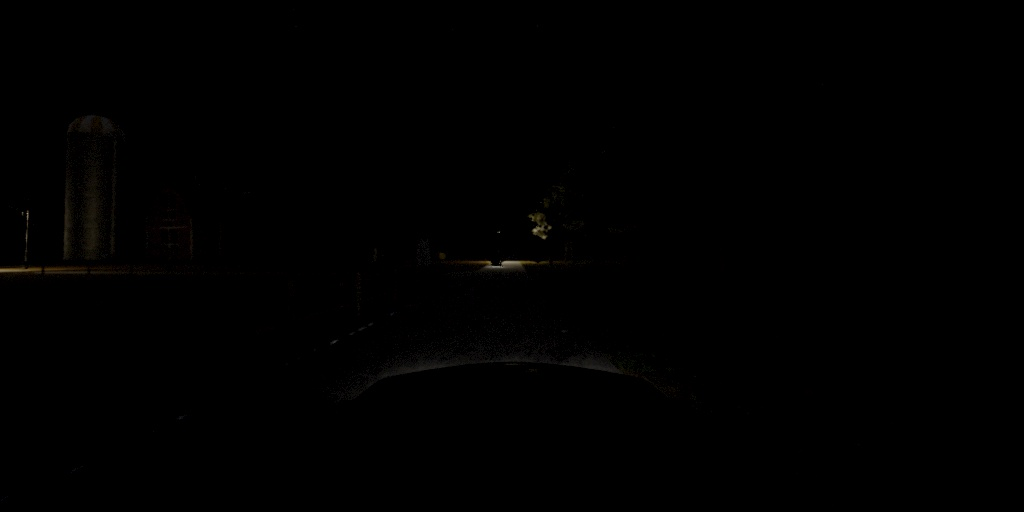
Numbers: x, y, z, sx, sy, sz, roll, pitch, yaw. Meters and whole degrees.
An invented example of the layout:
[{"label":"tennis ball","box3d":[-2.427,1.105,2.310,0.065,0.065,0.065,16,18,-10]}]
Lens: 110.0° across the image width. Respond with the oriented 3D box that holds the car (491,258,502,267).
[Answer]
[{"label":"car","box3d":[-2.742,1.118,63.622,1.837,1.490,4.892,0,3,0]}]
